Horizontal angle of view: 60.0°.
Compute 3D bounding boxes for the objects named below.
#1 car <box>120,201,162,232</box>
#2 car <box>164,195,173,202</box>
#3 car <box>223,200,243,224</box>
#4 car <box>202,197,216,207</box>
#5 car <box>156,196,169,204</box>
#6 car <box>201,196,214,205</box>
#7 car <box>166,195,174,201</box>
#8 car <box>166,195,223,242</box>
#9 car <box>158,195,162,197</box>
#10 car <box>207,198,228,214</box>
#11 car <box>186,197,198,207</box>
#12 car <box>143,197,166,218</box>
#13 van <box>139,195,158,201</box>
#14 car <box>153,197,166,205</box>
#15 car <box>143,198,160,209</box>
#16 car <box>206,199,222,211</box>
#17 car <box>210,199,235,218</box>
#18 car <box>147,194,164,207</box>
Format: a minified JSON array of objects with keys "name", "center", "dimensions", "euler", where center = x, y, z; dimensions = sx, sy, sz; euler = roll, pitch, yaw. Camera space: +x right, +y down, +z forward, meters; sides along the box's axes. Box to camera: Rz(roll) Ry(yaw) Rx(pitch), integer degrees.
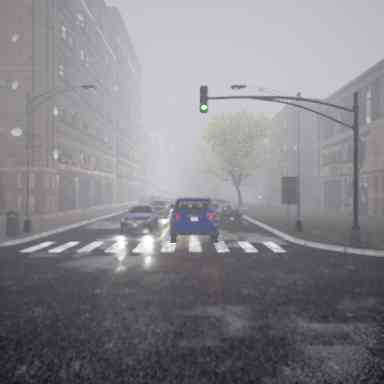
[{"name":"car","center":[-3.066,1.521,20.117],"dimensions":[1.812,1.442,4.674],"euler":[0,0,-1]},{"name":"car","center":[-5.692,1.583,81.312],"dimensions":[1.752,1.417,4.829],"euler":[0,0,0]},{"name":"car","center":[2.690,1.548,24.512],"dimensions":[2.008,1.369,4.403],"euler":[0,0,0]},{"name":"car","center":[2.690,1.565,52.996],"dimensions":[2.008,1.369,4.403],"euler":[0,0,0]},{"name":"car","center":[-5.691,1.580,64.390],"dimensions":[2.008,1.369,4.403],"euler":[0,0,0]},{"name":"car","center":[2.689,1.462,58.693],"dimensions":[1.967,1.590,4.097],"euler":[0,0,0]},{"name":"car","center":[-5.691,1.613,87.179],"dimensions":[1.887,1.381,4.507],"euler":[0,0,0]},{"name":"car","center":[0.101,1.216,16.440],"dimensions":[2.150,2.045,5.566],"euler":[0,0,0]},{"name":"car","center":[-3.070,1.497,43.849],"dimensions":[2.128,1.511,4.902],"euler":[0,0,0]},{"name":"car","center":[2.689,1.441,35.905],"dimensions":[1.967,1.590,4.097],"euler":[0,0,0]},{"name":"car","center":[0.001,1.539,51.694],"dimensions":[1.812,1.442,4.674],"euler":[0,0,0]},{"name":"car","center":[-3.088,1.502,30.537],"dimensions":[1.837,1.490,4.892],"euler":[0,0,0]},{"name":"van","center":[-5.691,1.345,41.604],"dimensions":[1.690,1.788,3.998],"euler":[0,0,0]},{"name":"car","center":[-5.691,1.587,58.694],"dimensions":[1.947,1.339,4.313],"euler":[0,0,0]},{"name":"car","center":[-5.691,1.590,47.301],"dimensions":[1.802,1.307,4.206],"euler":[0,0,0]},{"name":"car","center":[2.690,1.586,41.602],"dimensions":[1.802,1.307,4.206],"euler":[0,0,0]},{"name":"car","center":[2.690,1.439,30.209],"dimensions":[1.967,1.590,4.097],"euler":[0,0,0]},{"name":"car","center":[-5.692,1.329,52.997],"dimensions":[2.192,1.841,5.009],"euler":[0,0,0]}]
